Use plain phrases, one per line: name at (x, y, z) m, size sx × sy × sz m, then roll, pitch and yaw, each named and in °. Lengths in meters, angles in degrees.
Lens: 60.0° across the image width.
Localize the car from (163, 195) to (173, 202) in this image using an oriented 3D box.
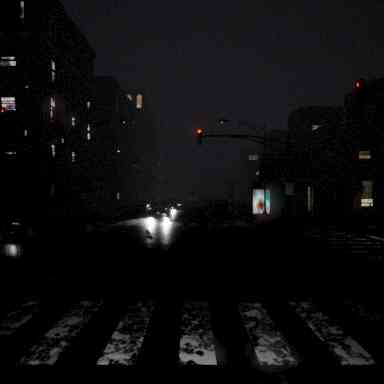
car at (-5.641, 1.498, 77.391) m, size 1.967 × 1.590 × 4.097 m, roll 0°, pitch 0°, yaw 0°

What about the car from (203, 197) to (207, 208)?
car at (2.716, 1.597, 43.218) m, size 1.802 × 1.307 × 4.206 m, roll 0°, pitch 0°, yaw 0°

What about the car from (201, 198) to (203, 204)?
car at (2.720, 1.572, 48.915) m, size 2.008 × 1.369 × 4.403 m, roll 0°, pitch 0°, yaw 0°

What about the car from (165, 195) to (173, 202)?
car at (-5.636, 1.593, 82.917) m, size 1.752 × 1.417 × 4.829 m, roll -1°, pitch 0°, yaw 0°

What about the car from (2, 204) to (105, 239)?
car at (-7.074, 1.441, 17.419) m, size 5.008 × 1.535 × 1.882 m, roll 0°, pitch 2°, yaw -43°

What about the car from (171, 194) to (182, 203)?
car at (-2.952, 1.618, 64.979) m, size 2.033 × 1.411 × 5.357 m, roll 0°, pitch 0°, yaw 0°

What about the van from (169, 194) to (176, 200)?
van at (-5.629, 1.431, 94.481) m, size 1.690 × 1.788 × 3.998 m, roll -1°, pitch 0°, yaw 0°

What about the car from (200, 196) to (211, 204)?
car at (2.733, 1.592, 66.005) m, size 2.008 × 1.369 × 4.403 m, roll -1°, pitch 0°, yaw 0°

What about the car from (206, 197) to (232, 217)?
car at (2.707, 1.446, 31.824) m, size 1.967 × 1.590 × 4.097 m, roll 0°, pitch 0°, yaw 0°

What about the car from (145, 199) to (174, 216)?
car at (-3.076, 1.607, 32.335) m, size 1.895 × 1.301 × 4.718 m, roll 0°, pitch 0°, yaw 0°

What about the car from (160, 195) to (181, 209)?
car at (-3.062, 1.507, 45.491) m, size 2.128 × 1.511 × 4.902 m, roll 0°, pitch 0°, yaw 0°

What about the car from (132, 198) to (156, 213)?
car at (-5.669, 1.561, 37.515) m, size 2.008 × 1.369 × 4.403 m, roll 0°, pitch 0°, yaw 0°

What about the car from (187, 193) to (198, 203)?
car at (0.137, 1.269, 70.537) m, size 2.150 × 2.045 × 5.566 m, roll 0°, pitch 0°, yaw 0°
